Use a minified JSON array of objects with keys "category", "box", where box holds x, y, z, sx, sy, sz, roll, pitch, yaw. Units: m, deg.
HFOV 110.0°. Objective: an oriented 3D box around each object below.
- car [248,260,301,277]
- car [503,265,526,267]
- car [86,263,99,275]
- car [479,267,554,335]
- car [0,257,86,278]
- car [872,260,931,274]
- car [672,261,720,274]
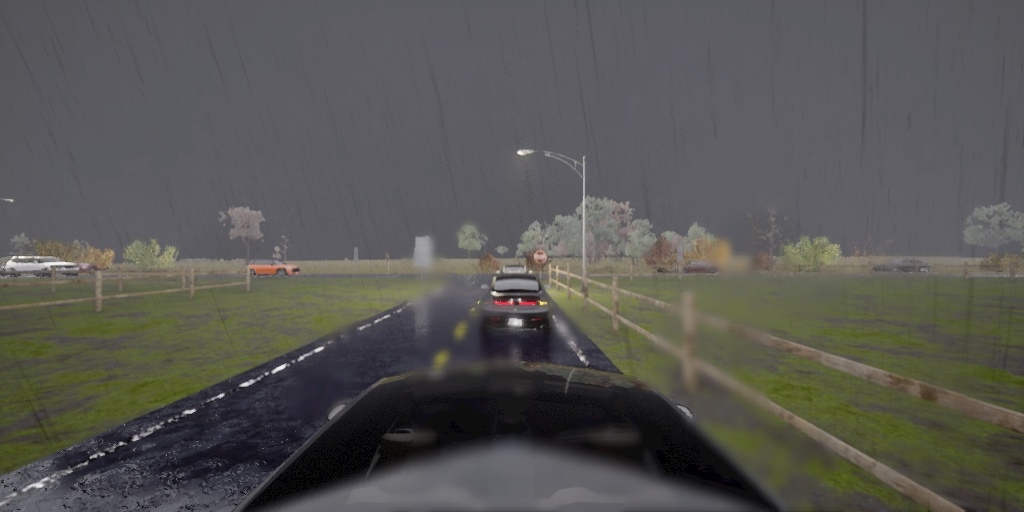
[{"category":"car","box":[-23.451,1.139,35.373,4.553,1.767,2.097,0,0,1]},{"category":"car","box":[0.138,1.241,20.544,1.837,1.490,4.892,0,0,0]},{"category":"car","box":[-47.221,1.380,38.513,4.674,1.442,1.812,0,0,1]},{"category":"car","box":[0.116,1.248,10.453,1.837,1.490,4.892,0,0,0]},{"category":"car","box":[-46.628,1.080,35.658,5.566,2.045,2.150,-1,0,1]},{"category":"car","box":[40.820,1.151,37.641,4.892,1.490,1.837,0,0,1]},{"category":"car","box":[19.409,1.198,37.889,4.674,1.442,1.812,0,0,1]}]
